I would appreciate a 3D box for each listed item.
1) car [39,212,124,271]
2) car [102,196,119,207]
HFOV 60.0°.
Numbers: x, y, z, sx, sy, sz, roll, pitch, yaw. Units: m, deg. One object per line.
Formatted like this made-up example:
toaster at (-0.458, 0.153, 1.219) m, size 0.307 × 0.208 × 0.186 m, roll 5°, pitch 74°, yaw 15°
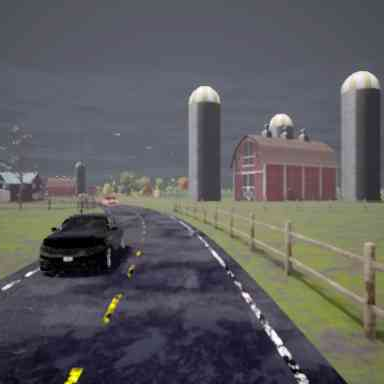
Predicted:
car at (-3.446, 1.481, 11.162) m, size 1.882 × 1.535 × 5.008 m, roll 0°, pitch 0°, yaw -5°
car at (-12.658, 1.429, 51.626) m, size 2.097 × 1.767 × 4.553 m, roll 0°, pitch 0°, yaw -21°
